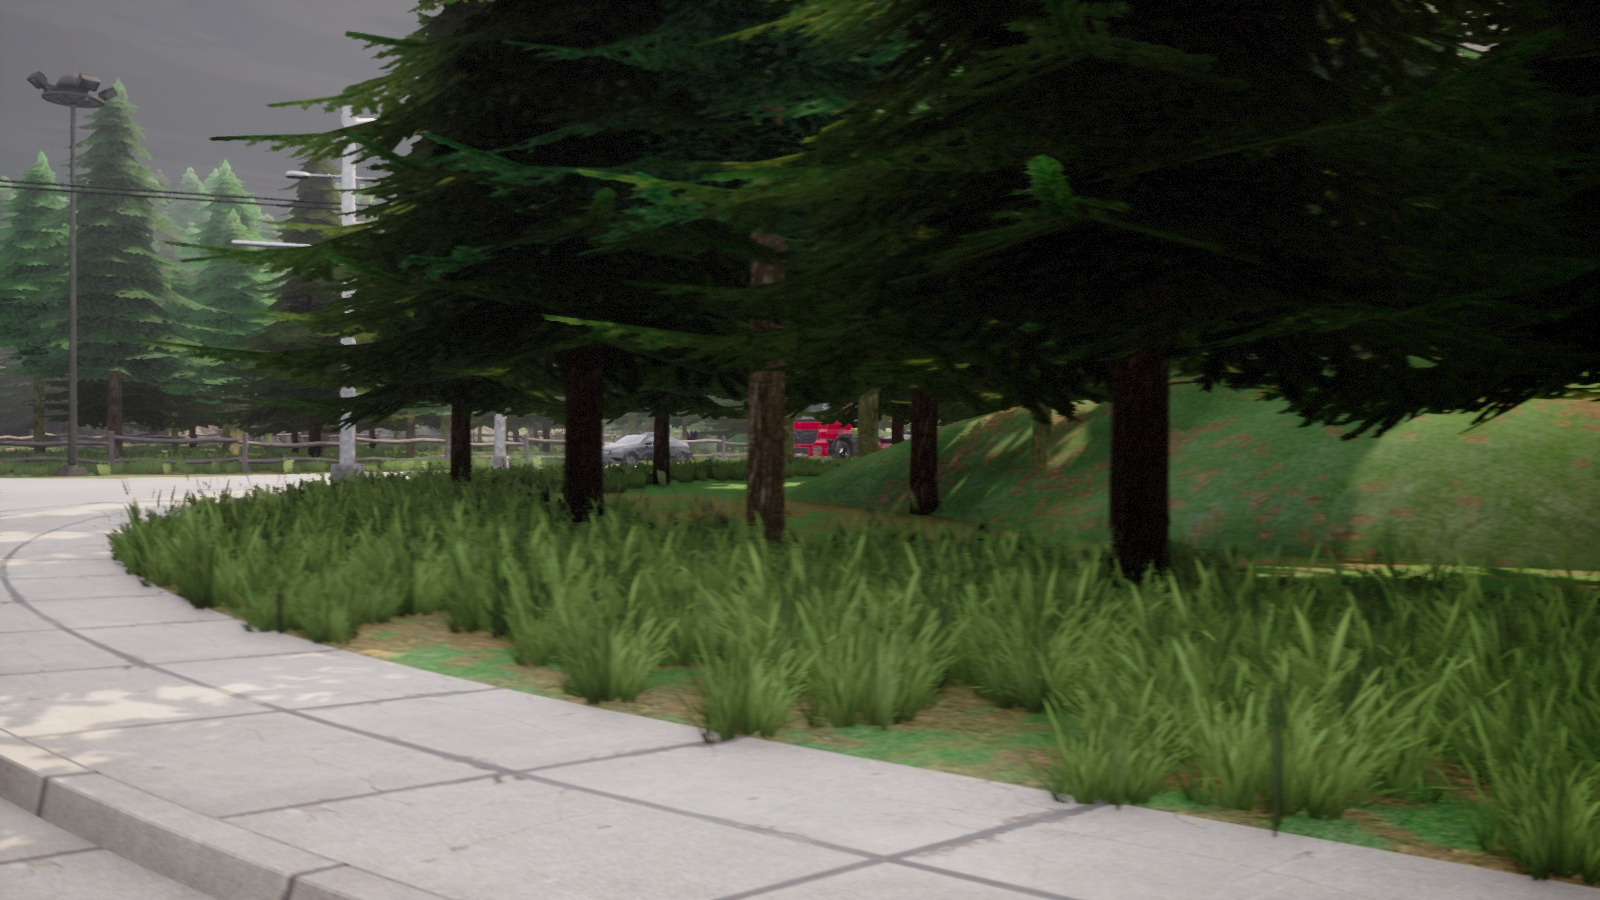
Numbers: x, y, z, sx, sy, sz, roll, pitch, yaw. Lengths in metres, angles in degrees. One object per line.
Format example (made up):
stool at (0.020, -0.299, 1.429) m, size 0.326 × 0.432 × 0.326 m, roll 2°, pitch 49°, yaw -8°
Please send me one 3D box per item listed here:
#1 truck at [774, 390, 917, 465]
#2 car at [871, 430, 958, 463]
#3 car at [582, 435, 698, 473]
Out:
truck at (2.363, -1.106, 61.654) m, size 2.891 × 3.462 × 7.936 m, roll 0°, pitch 1°, yaw 38°
car at (5.531, -0.183, 60.025) m, size 2.007 × 1.525 × 4.514 m, roll 0°, pitch 1°, yaw 38°
car at (-6.363, 0.131, 50.491) m, size 1.812 × 1.442 × 4.674 m, roll 0°, pitch 1°, yaw 38°
